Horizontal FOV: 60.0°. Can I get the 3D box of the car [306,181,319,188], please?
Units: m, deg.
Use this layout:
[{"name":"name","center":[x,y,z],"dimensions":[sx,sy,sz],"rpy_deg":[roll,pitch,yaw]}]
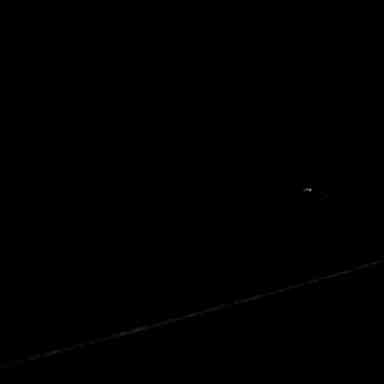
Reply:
[{"name":"car","center":[27.371,-1.874,76.325],"dimensions":[2.097,1.767,4.553],"rpy_deg":[-1,5,45]}]
